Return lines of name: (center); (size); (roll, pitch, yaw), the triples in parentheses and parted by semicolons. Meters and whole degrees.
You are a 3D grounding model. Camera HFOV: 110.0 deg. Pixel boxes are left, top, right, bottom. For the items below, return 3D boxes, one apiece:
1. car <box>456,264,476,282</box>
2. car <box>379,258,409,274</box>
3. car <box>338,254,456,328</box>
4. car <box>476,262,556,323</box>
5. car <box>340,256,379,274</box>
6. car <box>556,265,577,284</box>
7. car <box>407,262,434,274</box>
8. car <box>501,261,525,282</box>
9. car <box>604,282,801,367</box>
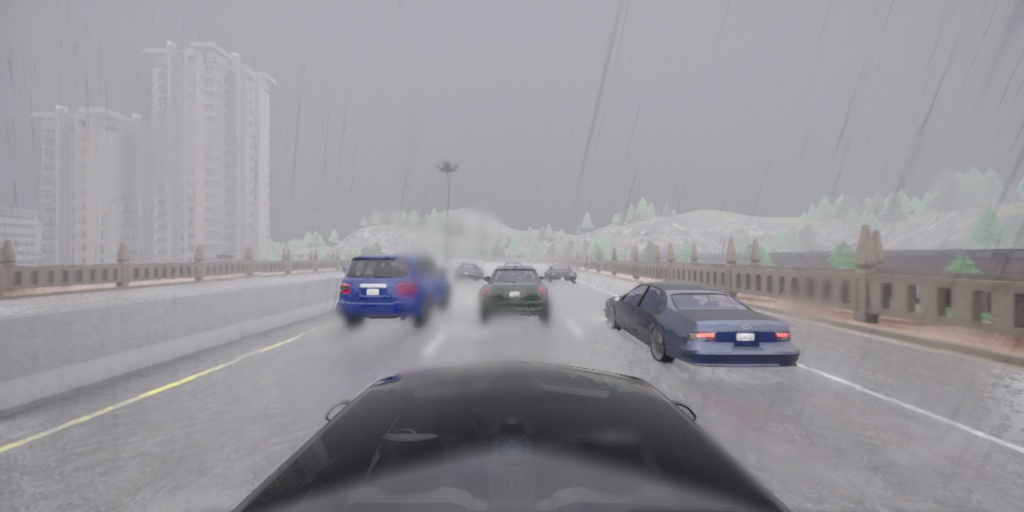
car: (-3.400, 1.312, 29.186); (1.994, 1.385, 4.181); (0, 0, 0)
car: (-14.088, 1.107, 43.069); (2.097, 1.767, 4.553); (0, 0, 0)
car: (-3.402, 0.970, 11.453); (2.150, 2.045, 5.566); (0, 0, 0)
car: (0.100, 1.101, 12.285); (2.097, 1.767, 4.553); (0, 0, 0)
car: (-17.593, 0.975, 41.696); (2.150, 2.045, 5.566); (0, 0, 0)
car: (3.599, 1.348, 27.244); (1.895, 1.301, 4.718); (0, 0, 0)
car: (-10.593, 1.355, 41.963); (1.895, 1.301, 4.718); (0, 0, 0)
car: (0.099, 1.226, 30.229); (1.882, 1.535, 5.008); (0, 0, 0)
car: (3.594, 1.297, 8.052); (2.033, 1.411, 5.357); (0, 0, 0)
